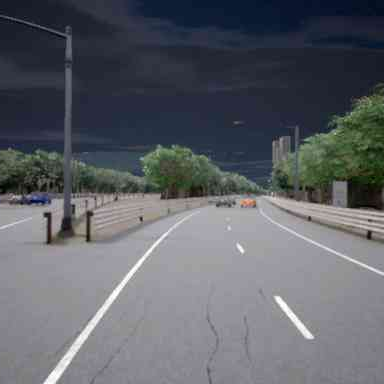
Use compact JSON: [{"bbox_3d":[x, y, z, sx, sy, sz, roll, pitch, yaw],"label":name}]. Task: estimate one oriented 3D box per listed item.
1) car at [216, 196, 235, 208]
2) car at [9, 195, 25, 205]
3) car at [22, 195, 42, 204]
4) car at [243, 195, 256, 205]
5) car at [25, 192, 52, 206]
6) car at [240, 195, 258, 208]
[{"bbox_3d":[4.830,1.381,49.894,2.097,1.767,4.553,0,0,11],"label":"car"},{"bbox_3d":[-26.668,1.256,51.496,1.812,1.442,4.674,1,0,-9],"label":"car"},{"bbox_3d":[-27.686,1.245,57.613,1.812,1.442,4.674,1,0,-8],"label":"car"},{"bbox_3d":[10.381,1.433,59.822,2.097,1.767,4.553,0,0,11],"label":"car"},{"bbox_3d":[-22.859,0.990,50.300,2.150,2.045,5.566,1,0,-10],"label":"car"},{"bbox_3d":[8.428,1.409,50.043,2.097,1.767,4.553,0,0,11],"label":"car"}]
